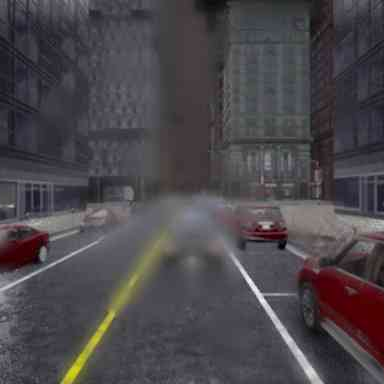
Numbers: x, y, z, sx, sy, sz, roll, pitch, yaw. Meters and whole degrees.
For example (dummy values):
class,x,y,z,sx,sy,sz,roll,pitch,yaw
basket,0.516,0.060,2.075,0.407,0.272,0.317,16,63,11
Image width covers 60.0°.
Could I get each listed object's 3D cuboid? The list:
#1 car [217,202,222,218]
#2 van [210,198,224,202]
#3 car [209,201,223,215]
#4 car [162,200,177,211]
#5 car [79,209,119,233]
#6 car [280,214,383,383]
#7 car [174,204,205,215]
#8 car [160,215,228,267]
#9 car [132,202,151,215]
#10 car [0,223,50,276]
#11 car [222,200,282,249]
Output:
class,x,y,z,sx,sy,sz,roll,pitch,yaw
car,2.849,1.613,20.832,1.967,1.590,4.097,0,0,0
van,2.848,1.639,37.779,1.690,1.788,3.998,0,0,0
car,2.849,1.839,32.128,1.802,1.307,4.206,0,0,0
car,-3.051,1.881,46.146,1.812,1.442,4.674,0,-1,0
car,-5.675,1.754,20.828,1.802,1.307,4.206,0,0,0
car,2.850,1.350,3.887,2.192,1.841,5.009,0,0,0
car,0.019,1.754,25.255,2.033,1.411,5.357,0,0,1
car,0.039,1.701,11.781,1.895,1.301,4.718,0,0,1
car,-5.677,1.864,37.775,1.947,1.339,4.313,0,0,0
car,-5.674,1.626,9.530,1.887,1.381,4.507,0,0,0
car,2.849,1.443,15.184,2.192,1.841,5.009,0,0,0
